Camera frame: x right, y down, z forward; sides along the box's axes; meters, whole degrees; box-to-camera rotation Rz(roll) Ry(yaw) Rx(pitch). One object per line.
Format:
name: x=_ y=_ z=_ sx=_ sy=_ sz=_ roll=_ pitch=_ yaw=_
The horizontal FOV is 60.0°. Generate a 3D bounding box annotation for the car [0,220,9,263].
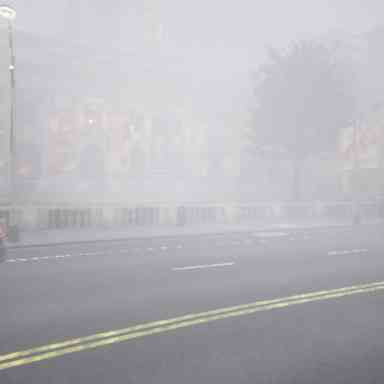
car: x=-7.186 y=1.162 z=7.293 sx=5.566 sy=2.045 sz=2.150 roll=0 pitch=0 yaw=-35
